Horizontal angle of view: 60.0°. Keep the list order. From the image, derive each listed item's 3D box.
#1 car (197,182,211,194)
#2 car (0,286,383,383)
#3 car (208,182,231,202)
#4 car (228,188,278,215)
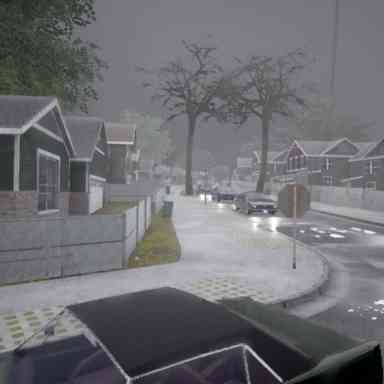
[{"bbox_3d":[1.787,-0.501,46.758,2.128,1.511,4.902,1,2,-6],"label":"car"},{"bbox_3d":[-0.629,1.603,2.493,4.718,1.301,1.895,0,0,-35],"label":"car"},{"bbox_3d":[3.185,0.128,33.378,1.882,1.535,5.008,1,3,-6],"label":"car"},{"bbox_3d":[4.262,0.692,23.173,2.033,1.411,5.357,1,3,-6],"label":"car"}]
